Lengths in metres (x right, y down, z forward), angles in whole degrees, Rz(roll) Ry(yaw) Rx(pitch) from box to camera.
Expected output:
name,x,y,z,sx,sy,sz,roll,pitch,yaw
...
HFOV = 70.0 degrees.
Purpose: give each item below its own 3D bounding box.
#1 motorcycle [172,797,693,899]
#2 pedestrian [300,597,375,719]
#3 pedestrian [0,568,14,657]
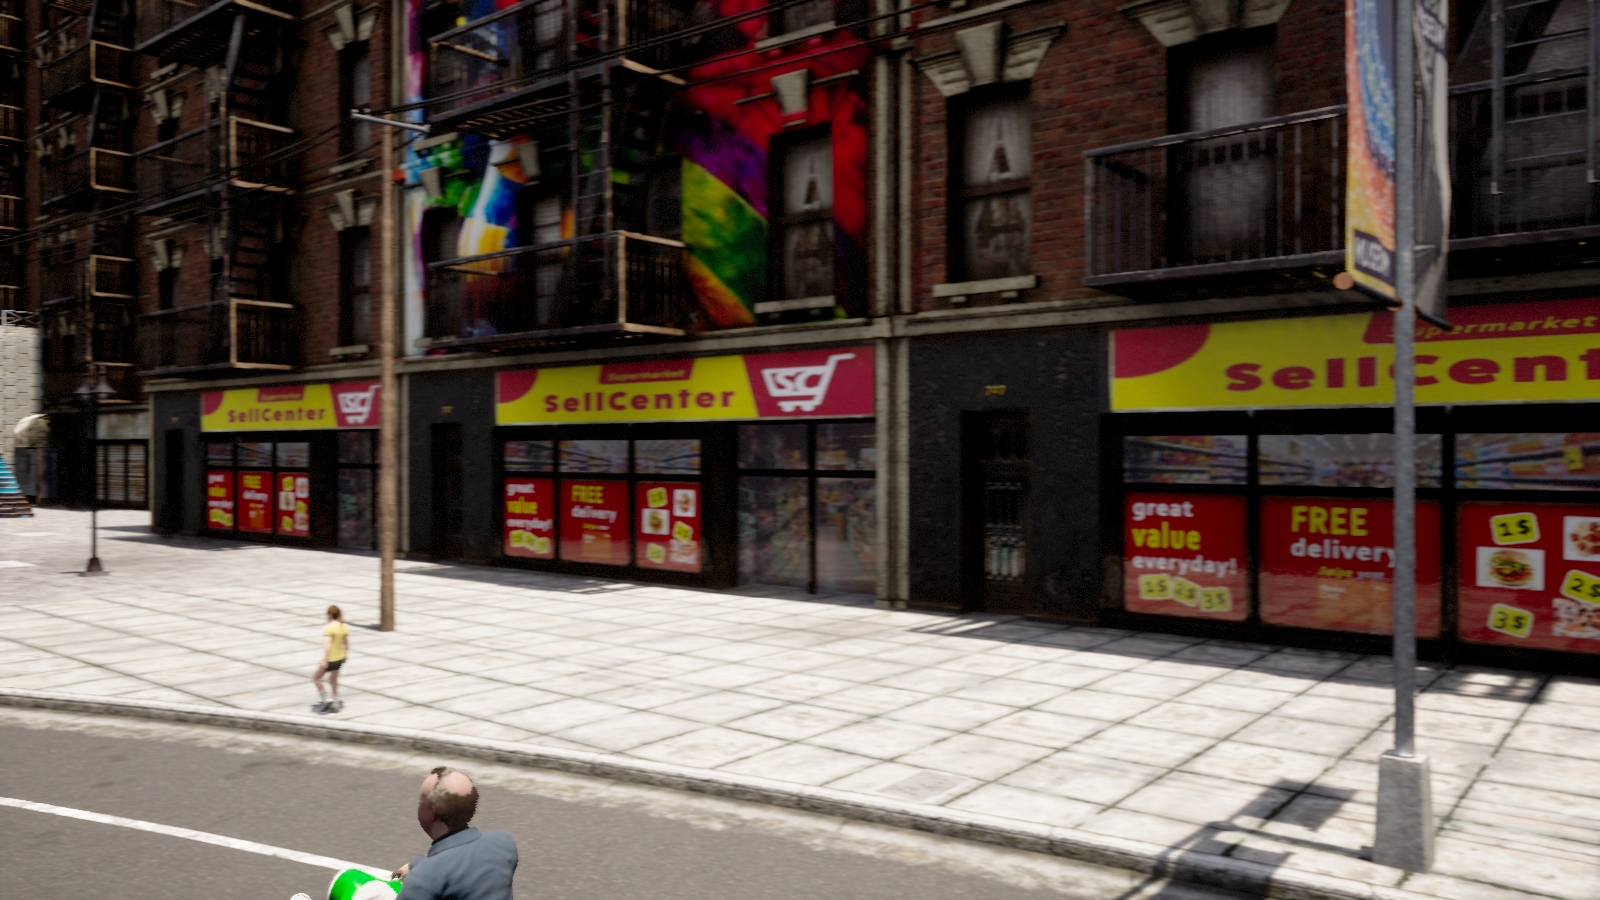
name,x,y,z,sx,sy,sz,roll,pitch,yaw
motorcycle,-1.391,2.179,4.323,1.805,1.236,0.856,0,1,28
pedestrian,-4.639,2.070,11.465,0.500,1.100,0.500,0,0,28
pedestrian,-10.410,2.071,14.505,0.500,1.100,0.500,0,0,17
